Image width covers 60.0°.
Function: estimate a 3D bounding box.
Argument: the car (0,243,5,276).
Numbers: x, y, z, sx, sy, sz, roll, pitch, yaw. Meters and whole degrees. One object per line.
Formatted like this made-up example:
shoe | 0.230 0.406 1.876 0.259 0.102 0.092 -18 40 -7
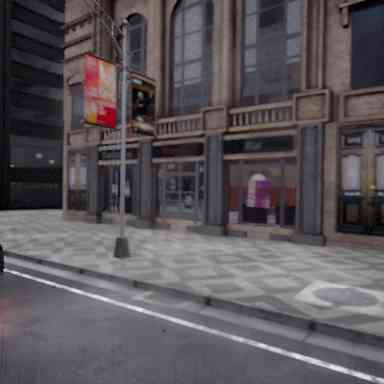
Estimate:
car | -6.555 1.429 8.367 4.892 1.490 1.837 1 1 36
